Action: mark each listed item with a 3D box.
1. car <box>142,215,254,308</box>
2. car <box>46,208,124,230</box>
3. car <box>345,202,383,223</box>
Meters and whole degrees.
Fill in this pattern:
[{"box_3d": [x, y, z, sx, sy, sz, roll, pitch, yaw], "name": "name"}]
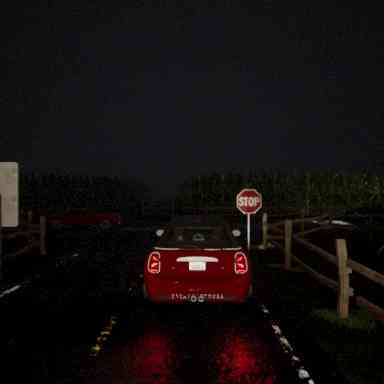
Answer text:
[{"box_3d": [0.150, 1.351, 8.096, 2.097, 1.767, 4.553, 0, 0, 1], "name": "car"}, {"box_3d": [-6.749, 1.640, 20.813, 4.718, 1.301, 1.895, -1, 0, 0], "name": "car"}, {"box_3d": [13.242, 1.449, 23.741, 4.181, 1.385, 1.994, 0, 0, 0], "name": "car"}]
